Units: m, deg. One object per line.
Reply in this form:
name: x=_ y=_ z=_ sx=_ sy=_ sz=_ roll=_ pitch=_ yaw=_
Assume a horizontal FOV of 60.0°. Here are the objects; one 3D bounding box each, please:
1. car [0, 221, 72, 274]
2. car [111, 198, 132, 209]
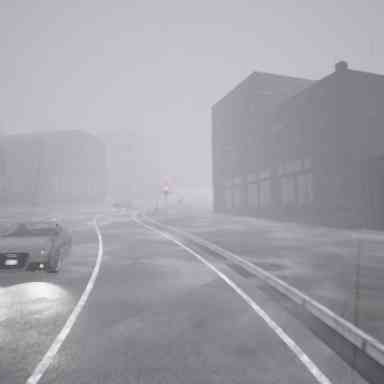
car: x=-5.049 y=1.634 z=10.538 sx=1.994 sy=1.385 sz=4.181 roll=0 pitch=0 yaw=-12
car: x=-11.261 y=1.710 z=53.519 sx=2.097 sy=1.767 sz=4.553 roll=-1 pitch=-1 yaw=9
